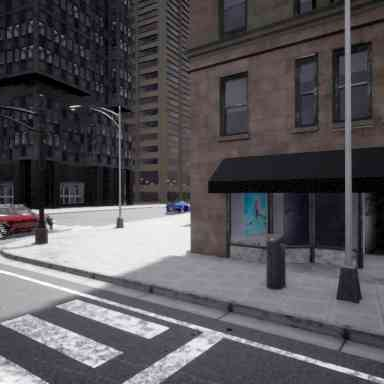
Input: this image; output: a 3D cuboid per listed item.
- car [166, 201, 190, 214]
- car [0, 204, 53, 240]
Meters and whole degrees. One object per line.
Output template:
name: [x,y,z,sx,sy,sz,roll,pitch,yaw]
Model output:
car: [-1.516,1.843,41.148,1.882,1.535,5.008,0,-1,21]
car: [-9.528,1.430,17.634,2.097,1.767,4.553,0,-1,16]
